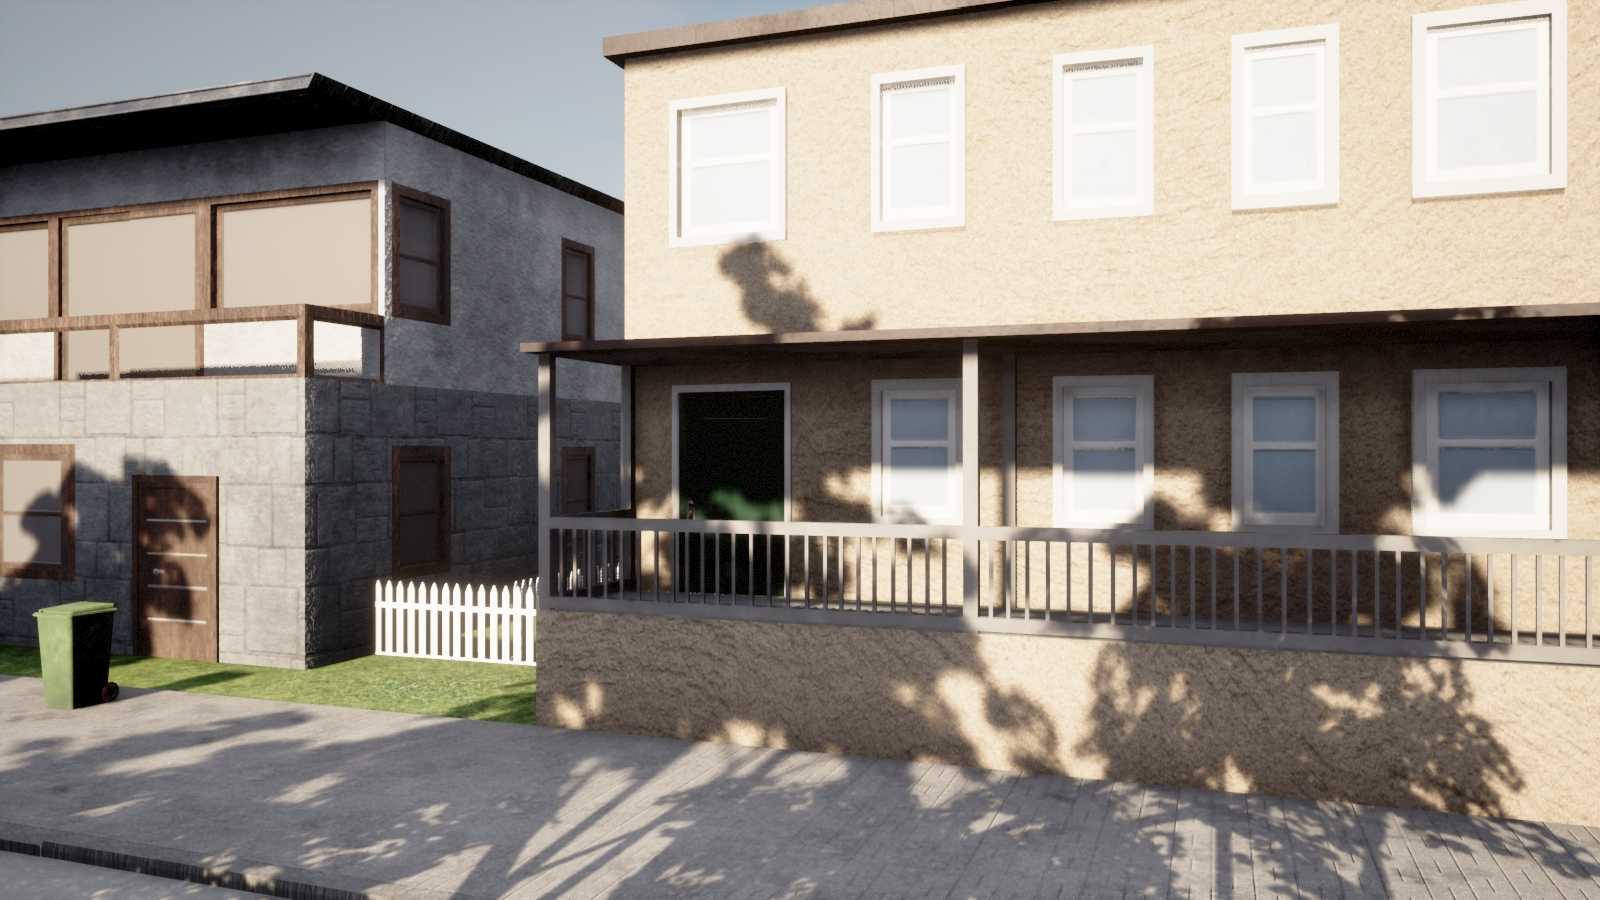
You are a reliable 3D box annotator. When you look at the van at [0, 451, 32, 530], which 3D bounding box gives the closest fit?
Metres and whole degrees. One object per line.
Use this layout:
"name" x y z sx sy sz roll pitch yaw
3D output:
"van" -27.753 1.329 35.973 1.988 2.561 5.915 0 0 20
